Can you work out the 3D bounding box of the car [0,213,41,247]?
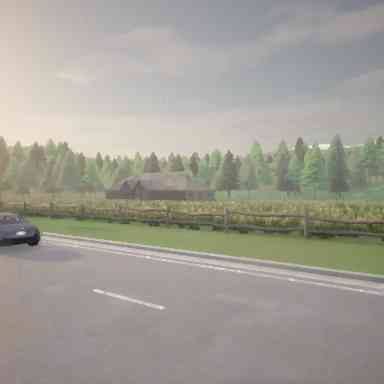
[{"bbox_3d":[-8.269,1.572,14.066,4.181,1.385,1.994,0,0,36],"label":"car"}]
